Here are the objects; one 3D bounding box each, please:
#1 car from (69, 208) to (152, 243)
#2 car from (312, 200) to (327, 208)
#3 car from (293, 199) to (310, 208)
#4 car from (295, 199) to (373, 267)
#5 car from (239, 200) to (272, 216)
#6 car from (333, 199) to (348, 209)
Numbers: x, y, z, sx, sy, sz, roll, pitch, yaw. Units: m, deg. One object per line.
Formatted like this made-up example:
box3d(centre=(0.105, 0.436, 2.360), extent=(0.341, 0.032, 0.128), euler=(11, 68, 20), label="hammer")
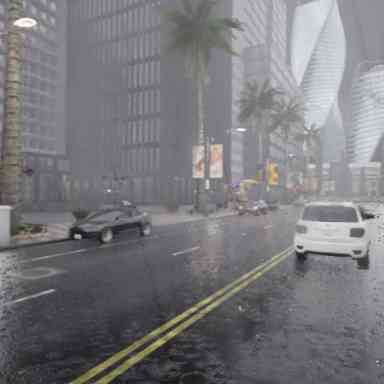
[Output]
box3d(centre=(-3.874, 1.572, 16.686), extent=(2.161, 1.482, 4.786), euler=(0, 0, 28), label="car")
box3d(centre=(23.373, 2.162, 60.809), extent=(1.994, 1.385, 4.181), euler=(0, 0, 28), label="car")
box3d(centre=(20.454, 2.058, 61.854), extent=(2.231, 1.521, 4.892), euler=(0, 0, 28), label="car")
box3d(centre=(5.336, 1.351, 12.271), extent=(2.150, 2.045, 5.566), euler=(0, 0, 29), label="car")
box3d(centre=(6.678, 1.636, 35.913), extent=(2.185, 1.767, 4.553), euler=(0, 0, 28), label="car")
box3d(centre=(26.520, 2.116, 59.288), extent=(2.128, 1.511, 4.902), euler=(0, 0, 28), label="car")
